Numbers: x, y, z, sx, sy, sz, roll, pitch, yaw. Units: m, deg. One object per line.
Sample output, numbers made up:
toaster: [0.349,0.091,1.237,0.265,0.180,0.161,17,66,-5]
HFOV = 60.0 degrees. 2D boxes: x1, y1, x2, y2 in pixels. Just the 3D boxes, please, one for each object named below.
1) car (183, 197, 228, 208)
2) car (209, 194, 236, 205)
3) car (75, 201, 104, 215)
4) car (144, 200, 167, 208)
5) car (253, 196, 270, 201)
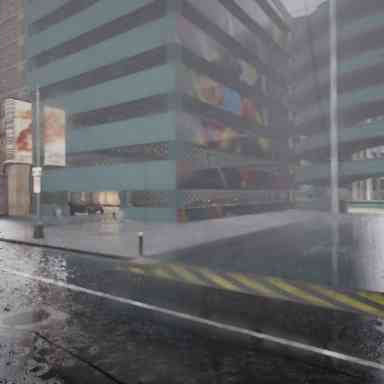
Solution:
car: [0.711,1.478,32.155,4.674,1.452,2.002,-1,0,35]
car: [5.473,1.296,60.642,5.566,2.045,2.435,-1,0,35]
car: [-11.617,1.686,35.861,4.786,1.482,2.161,-1,0,35]
car: [-4.559,1.728,45.077,4.718,1.301,1.895,-1,0,35]
car: [19.507,1.807,93.468,4.892,1.521,2.231,-1,0,35]
